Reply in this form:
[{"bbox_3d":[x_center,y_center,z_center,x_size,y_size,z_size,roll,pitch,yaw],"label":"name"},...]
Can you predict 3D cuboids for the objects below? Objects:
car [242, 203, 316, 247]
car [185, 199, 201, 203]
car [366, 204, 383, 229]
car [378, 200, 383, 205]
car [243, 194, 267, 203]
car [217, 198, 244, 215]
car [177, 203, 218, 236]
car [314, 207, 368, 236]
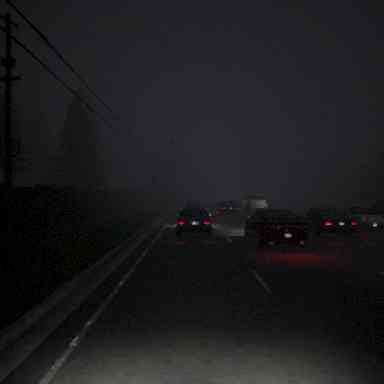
[{"bbox_3d":[3.605,1.484,14.969,1.882,1.535,5.008,0,0,0],"label":"car"},{"bbox_3d":[0.097,1.541,39.921,1.812,1.442,4.674,0,0,0],"label":"car"},{"bbox_3d":[10.606,1.610,21.492,1.895,1.301,4.718,0,0,0],"label":"car"},{"bbox_3d":[14.106,1.231,22.307,2.150,2.045,5.566,0,0,0],"label":"car"},{"bbox_3d":[7.111,1.237,38.072,2.150,2.045,5.566,0,0,0],"label":"car"},{"bbox_3d":[3.609,1.561,33.490,2.033,1.411,5.357,0,0,0],"label":"car"},{"bbox_3d":[0.105,1.555,18.498,2.033,1.411,5.357,0,0,0],"label":"car"},{"bbox_3d":[7.105,1.555,18.288,2.033,1.411,5.357,0,0,0],"label":"car"}]
